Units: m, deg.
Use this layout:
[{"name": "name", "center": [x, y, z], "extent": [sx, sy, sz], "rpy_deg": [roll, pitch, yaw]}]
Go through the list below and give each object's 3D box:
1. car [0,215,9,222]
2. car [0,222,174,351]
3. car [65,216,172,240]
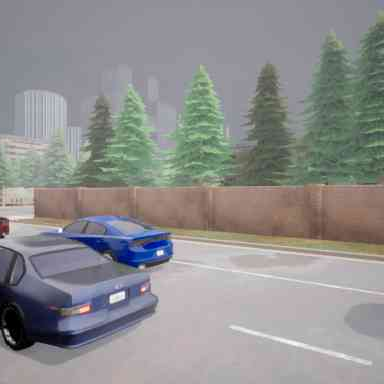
[{"name": "car", "center": [-10.699, 1.478, 15.907], "extent": [5.008, 1.535, 1.882], "rpy_deg": [0, 0, 35]}, {"name": "car", "center": [-3.111, 1.547, 6.200], "extent": [5.357, 1.411, 2.033], "rpy_deg": [0, 0, 35]}, {"name": "car", "center": [-2.867, 1.478, 10.331], "extent": [5.008, 1.535, 1.882], "rpy_deg": [0, 0, 35]}]
